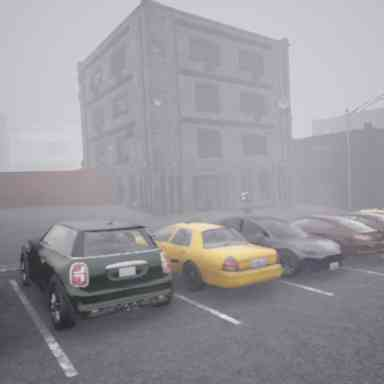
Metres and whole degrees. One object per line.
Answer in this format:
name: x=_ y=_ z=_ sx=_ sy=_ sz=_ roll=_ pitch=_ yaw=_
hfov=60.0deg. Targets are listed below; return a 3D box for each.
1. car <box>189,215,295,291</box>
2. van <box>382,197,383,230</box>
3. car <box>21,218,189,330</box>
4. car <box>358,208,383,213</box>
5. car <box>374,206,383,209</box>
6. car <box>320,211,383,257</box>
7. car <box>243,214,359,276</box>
car: x=-0.065 y=1.486 z=9.186 sx=1.946 sy=1.575 sz=5.366 roll=0 pitch=0 yaw=-36
van: x=13.507 y=1.304 z=18.783 sx=1.878 sy=1.987 sz=4.442 roll=0 pitch=0 yaw=-36
car: x=-2.314 y=1.357 z=7.315 sx=2.185 sy=1.767 sz=4.553 roll=0 pitch=0 yaw=-36
car: x=6.759 y=1.549 z=13.823 sx=2.002 sy=1.452 sz=4.674 roll=0 pitch=0 yaw=-36
car: x=9.240 y=1.513 z=15.368 sx=1.946 sy=1.575 sz=5.366 roll=0 pitch=0 yaw=-36
car: x=4.588 y=1.543 z=12.274 sx=2.002 sy=1.452 sz=4.674 roll=0 pitch=0 yaw=-35
car: x=2.333 y=1.526 z=10.633 sx=2.163 sy=1.488 sz=4.792 roll=0 pitch=0 yaw=-36
